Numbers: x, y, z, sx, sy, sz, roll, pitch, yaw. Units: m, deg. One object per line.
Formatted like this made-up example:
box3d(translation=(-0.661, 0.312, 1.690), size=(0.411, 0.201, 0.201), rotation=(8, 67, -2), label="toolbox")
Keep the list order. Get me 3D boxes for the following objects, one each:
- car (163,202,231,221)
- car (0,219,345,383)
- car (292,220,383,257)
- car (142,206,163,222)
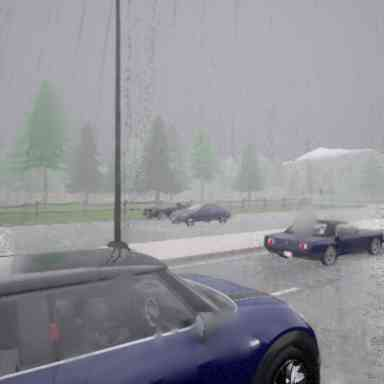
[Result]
box3d(translation=(0.665, 1.468, 22.942), size=(4.674, 1.442, 1.812), rotation=(0, 0, -37), label="car")
box3d(translation=(-0.805, 1.354, 3.182), size=(4.553, 1.767, 2.097), rotation=(0, 0, -36), label="car")
box3d(translation=(4.736, 1.619, 11.539), size=(4.718, 1.301, 1.895), rotation=(0, 0, -36), label="car")
box3d(translation=(-1.460, 1.426, 25.723), size=(4.718, 1.301, 1.895), rotation=(0, 0, -37), label="car")
